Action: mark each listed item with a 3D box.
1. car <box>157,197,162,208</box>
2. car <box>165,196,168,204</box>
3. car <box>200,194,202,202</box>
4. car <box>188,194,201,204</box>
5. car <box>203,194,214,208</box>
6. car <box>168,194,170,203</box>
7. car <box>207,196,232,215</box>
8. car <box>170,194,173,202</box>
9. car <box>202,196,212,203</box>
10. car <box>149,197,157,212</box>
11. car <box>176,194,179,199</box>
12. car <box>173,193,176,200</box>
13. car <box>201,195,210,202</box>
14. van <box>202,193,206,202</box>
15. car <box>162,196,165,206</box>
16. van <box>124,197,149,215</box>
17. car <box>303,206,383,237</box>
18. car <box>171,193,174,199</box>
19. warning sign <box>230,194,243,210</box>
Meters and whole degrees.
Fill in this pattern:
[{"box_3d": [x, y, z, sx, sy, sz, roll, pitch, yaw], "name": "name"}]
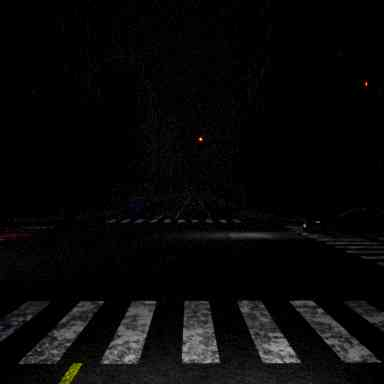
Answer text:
[{"box_3d": [-5.633, 1.569, 44.758, 1.947, 1.339, 4.313, 0, 0, 0], "name": "car"}, {"box_3d": [-5.575, 1.568, 56.095, 1.947, 1.339, 4.313, 0, 0, 0], "name": "car"}, {"box_3d": [2.980, 1.527, 61.896, 1.752, 1.417, 4.829, 0, 0, 0], "name": "car"}, {"box_3d": [0.324, 1.565, 63.753, 1.994, 1.385, 4.181, 0, 0, 0], "name": "car"}, {"box_3d": [2.892, 1.443, 44.718, 1.967, 1.590, 4.097, 0, 0, 0], "name": "car"}, {"box_3d": [-5.547, 1.527, 61.593, 1.752, 1.417, 4.829, 0, 0, 0], "name": "car"}, {"box_3d": [2.834, 1.442, 33.380, 1.967, 1.590, 4.097, 0, 0, 0], "name": "car"}, {"box_3d": [-5.517, 1.566, 67.431, 1.947, 1.339, 4.313, 0, 0, 0], "name": "car"}, {"box_3d": [3.009, 1.551, 67.395, 2.008, 1.369, 4.403, 0, 0, 0], "name": "car"}, {"box_3d": [-5.662, 1.443, 39.090, 1.967, 1.590, 4.097, 0, 0, 0], "name": "car"}, {"box_3d": [-5.401, 1.307, 90.104, 2.192, 1.841, 5.009, 0, 0, 0], "name": "car"}, {"box_3d": [-5.460, 1.522, 78.598, 1.752, 1.417, 4.829, 0, 0, 0], "name": "car"}, {"box_3d": [3.067, 1.437, 78.734, 1.967, 1.590, 4.097, 0, 0, 0], "name": "car"}, {"box_3d": [2.950, 1.344, 56.057, 1.690, 1.788, 3.998, 0, 0, 0], "name": "van"}, {"box_3d": [-5.604, 1.585, 50.427, 1.802, 1.307, 4.206, 0, 0, 0], "name": "car"}, {"box_3d": [-5.692, 1.343, 33.422, 1.690, 1.788, 3.998, 0, 0, 0], "name": "van"}, {"box_3d": [8.373, 1.502, 17.429, 4.902, 1.511, 2.128, 0, 0, 0], "name": "car"}, {"box_3d": [-5.488, 1.543, 73.099, 1.887, 1.381, 4.507, 0, 0, 0], "name": "car"}, {"box_3d": [5.266, 1.118, 39.362, 1.300, 1.860, 1.060, 0, 0, 0], "name": "warning sign"}]
